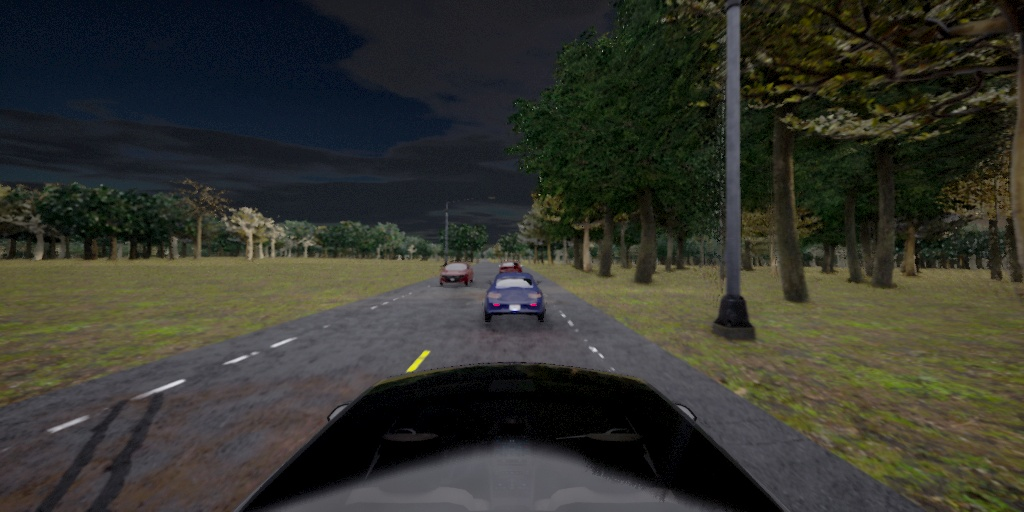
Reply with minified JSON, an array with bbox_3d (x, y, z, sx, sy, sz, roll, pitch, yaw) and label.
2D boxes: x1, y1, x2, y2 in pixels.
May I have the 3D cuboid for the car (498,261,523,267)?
[{"bbox_3d":[-0.114,1.163,30.348,1.882,1.535,5.008,0,0,-1],"label":"car"}]

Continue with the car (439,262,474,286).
[{"bbox_3d":[-3.735,1.180,24.852,1.882,1.535,5.008,0,0,-1],"label":"car"}]

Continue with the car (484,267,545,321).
[{"bbox_3d":[0.072,1.260,12.273,1.812,1.442,4.674,0,0,0],"label":"car"}]
